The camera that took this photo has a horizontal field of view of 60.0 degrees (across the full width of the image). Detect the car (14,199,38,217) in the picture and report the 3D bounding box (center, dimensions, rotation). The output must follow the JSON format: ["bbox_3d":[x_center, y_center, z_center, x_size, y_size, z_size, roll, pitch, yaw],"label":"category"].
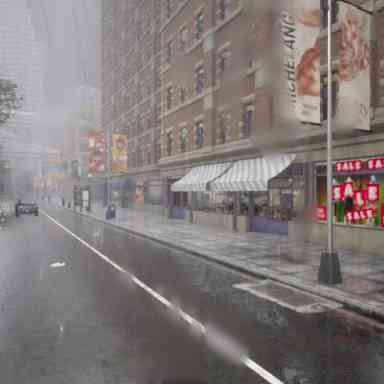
[{"bbox_3d":[-15.674,1.492,31.517,2.128,1.511,4.902,0,0,-28],"label":"car"}]

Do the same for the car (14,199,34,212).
[{"bbox_3d":[-20.261,1.547,40.114,2.033,1.411,5.357,0,0,-27],"label":"car"}]
